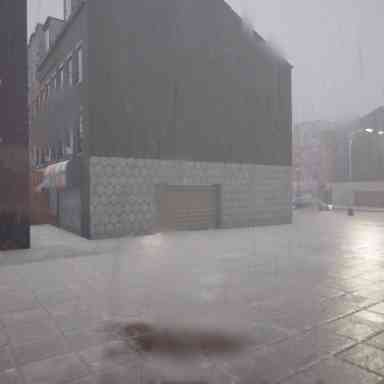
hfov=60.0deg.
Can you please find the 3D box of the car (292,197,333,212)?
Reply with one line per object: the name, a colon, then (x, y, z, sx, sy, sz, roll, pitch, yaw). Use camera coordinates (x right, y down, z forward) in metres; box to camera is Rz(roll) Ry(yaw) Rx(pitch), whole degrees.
car: (12.366, 1.291, 35.062, 2.128, 1.511, 4.902, -1, 1, -35)
